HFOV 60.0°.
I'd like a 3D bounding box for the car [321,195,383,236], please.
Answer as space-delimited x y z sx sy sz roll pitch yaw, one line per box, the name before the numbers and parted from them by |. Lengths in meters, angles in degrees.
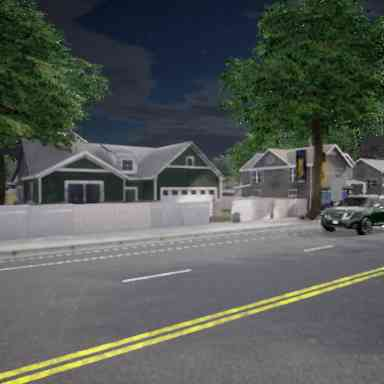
car | 9.506 1.177 18.431 5.566 2.045 2.150 0 0 -35
